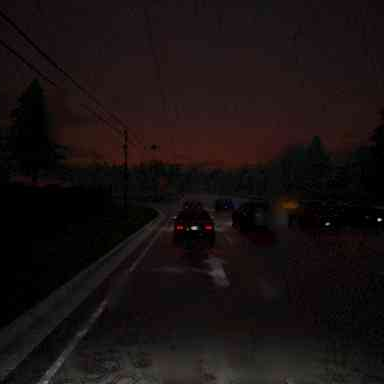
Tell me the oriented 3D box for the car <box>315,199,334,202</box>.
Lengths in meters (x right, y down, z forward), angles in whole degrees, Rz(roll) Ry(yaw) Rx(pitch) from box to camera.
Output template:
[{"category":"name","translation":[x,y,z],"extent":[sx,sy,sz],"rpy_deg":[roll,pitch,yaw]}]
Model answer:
[{"category":"car","translation":[14.089,1.443,36.051],"extent":[2.128,1.511,4.902],"rpy_deg":[0,0,0]}]

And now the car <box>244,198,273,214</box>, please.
[{"category":"car","translation":[7.090,1.442,36.057],"extent":[2.128,1.511,4.902],"rpy_deg":[0,0,0]}]

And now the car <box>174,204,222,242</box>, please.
[{"category":"car","translation":[0.095,1.525,16.087],"extent":[2.033,1.411,5.357],"rpy_deg":[0,0,0]}]

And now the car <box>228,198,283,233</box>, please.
[{"category":"car","translation":[3.595,1.325,19.764],"extent":[2.097,1.767,4.553],"rpy_deg":[0,0,0]}]

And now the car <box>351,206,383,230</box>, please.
[{"category":"car","translation":[10.593,1.536,20.793],"extent":[1.994,1.385,4.181],"rpy_deg":[0,0,0]}]

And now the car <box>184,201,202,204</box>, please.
[{"category":"car","translation":[0.090,1.551,34.525],"extent":[1.895,1.301,4.718],"rpy_deg":[0,0,0]}]

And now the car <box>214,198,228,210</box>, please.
[{"category":"car","translation":[3.589,1.424,37.641],"extent":[1.882,1.535,5.008],"rpy_deg":[0,0,0]}]

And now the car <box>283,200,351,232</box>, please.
[{"category":"car","translation":[7.094,1.465,19.834],"extent":[2.128,1.511,4.902],"rpy_deg":[0,0,0]}]

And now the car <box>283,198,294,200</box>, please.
[{"category":"car","translation":[10.589,1.427,37.642],"extent":[1.882,1.535,5.008],"rpy_deg":[0,0,0]}]
